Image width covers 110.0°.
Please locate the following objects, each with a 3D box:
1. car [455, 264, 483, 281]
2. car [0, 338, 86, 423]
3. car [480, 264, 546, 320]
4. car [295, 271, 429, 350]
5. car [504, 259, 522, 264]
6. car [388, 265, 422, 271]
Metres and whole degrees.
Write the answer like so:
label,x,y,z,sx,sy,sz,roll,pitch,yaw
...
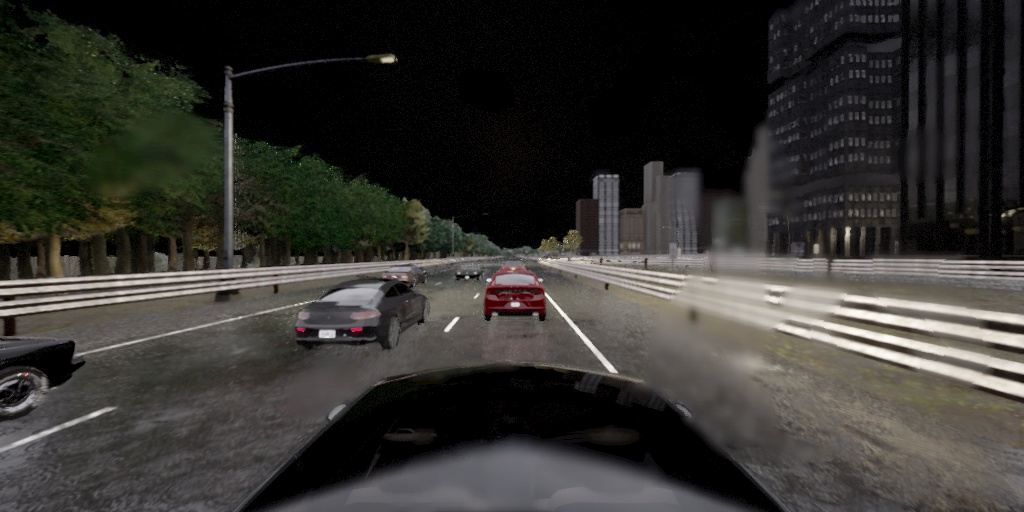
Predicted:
label,x,y,z,sx,sy,sz,roll,pitch,yaw
car,-3.399,1.320,29.492,1.895,1.301,4.718,0,0,0
car,-6.902,1.349,2.815,1.895,1.301,4.718,0,0,0
car,0.098,1.217,12.622,1.882,1.535,5.008,0,0,0
car,-3.401,1.268,8.907,1.812,1.442,4.674,0,0,0
car,0.100,1.069,30.543,2.097,1.767,4.553,0,0,0
car,-6.898,1.275,23.397,2.033,1.411,5.357,0,0,0
